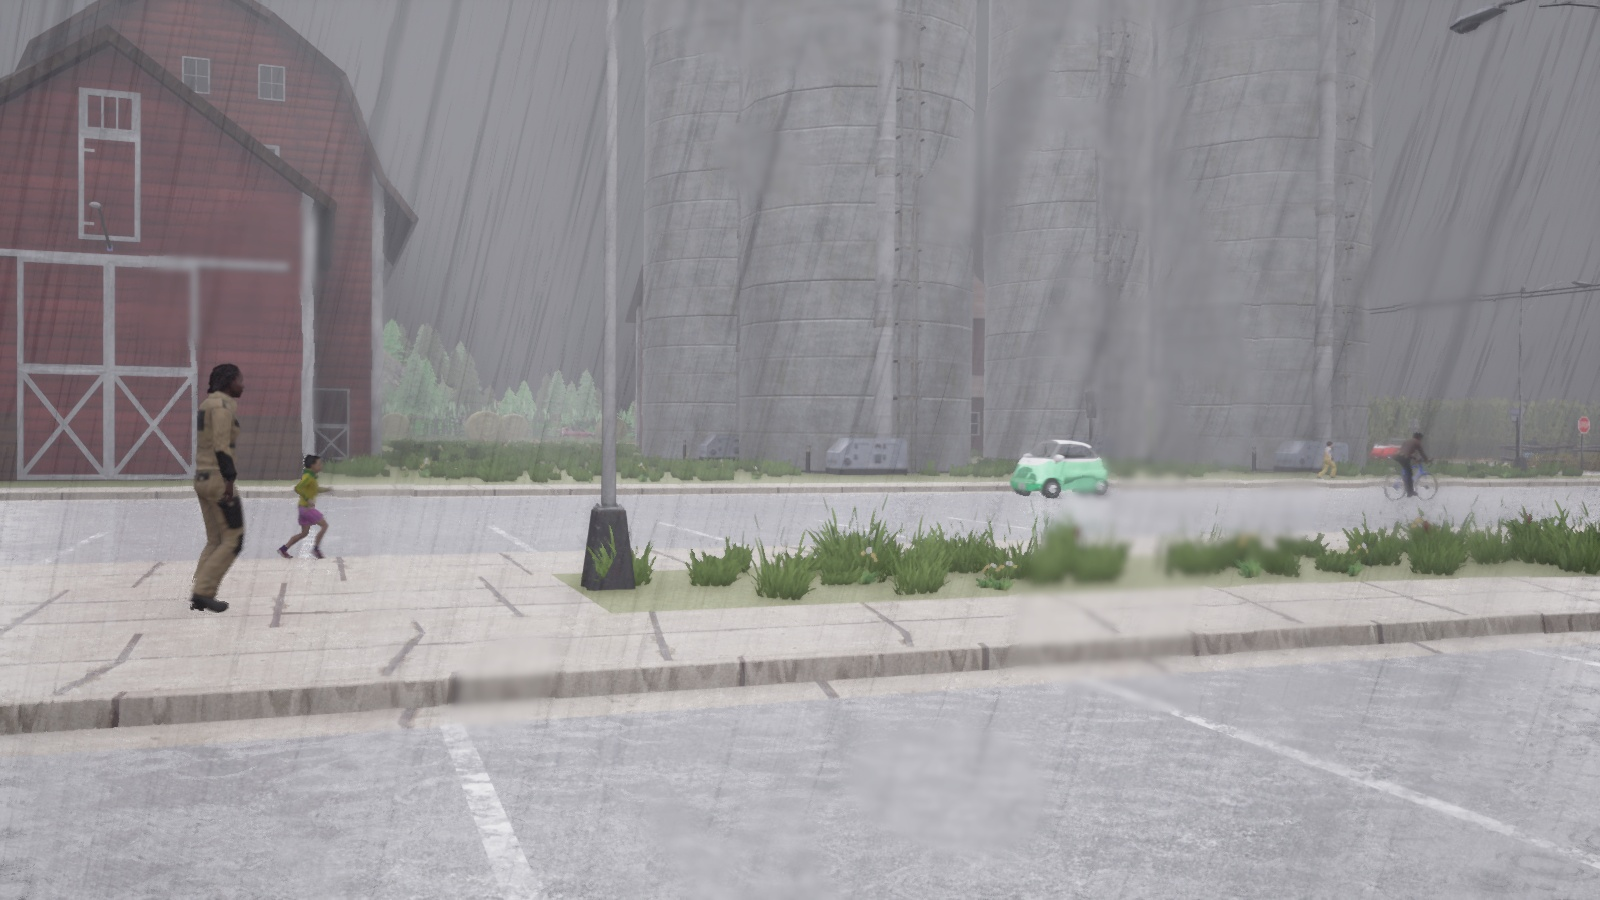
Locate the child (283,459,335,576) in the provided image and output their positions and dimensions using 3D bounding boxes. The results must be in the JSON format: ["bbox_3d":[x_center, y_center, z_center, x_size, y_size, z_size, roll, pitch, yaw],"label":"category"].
[{"bbox_3d":[-5.000,0.679,12.796,0.473,1.160,0.299,-1,1,-21],"label":"child"}]

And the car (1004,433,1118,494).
[{"bbox_3d":[6.182,0.301,29.799,2.207,1.376,1.481,-1,1,-21],"label":"car"}]

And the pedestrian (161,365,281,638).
[{"bbox_3d":[-4.260,0.357,9.248,0.692,1.930,0.396,-1,1,-40],"label":"pedestrian"}]

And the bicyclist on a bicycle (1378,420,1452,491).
[{"bbox_3d":[14.309,0.121,29.225,1.656,1.620,0.582,-1,1,-21],"label":"bicyclist on a bicycle"}]

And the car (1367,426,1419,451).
[{"bbox_3d":[33.801,-0.677,71.613,2.207,1.376,1.481,-1,1,-12],"label":"car"}]

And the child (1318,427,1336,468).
[{"bbox_3d":[16.389,-0.079,39.034,0.437,1.263,0.270,-1,1,-13],"label":"child"}]
